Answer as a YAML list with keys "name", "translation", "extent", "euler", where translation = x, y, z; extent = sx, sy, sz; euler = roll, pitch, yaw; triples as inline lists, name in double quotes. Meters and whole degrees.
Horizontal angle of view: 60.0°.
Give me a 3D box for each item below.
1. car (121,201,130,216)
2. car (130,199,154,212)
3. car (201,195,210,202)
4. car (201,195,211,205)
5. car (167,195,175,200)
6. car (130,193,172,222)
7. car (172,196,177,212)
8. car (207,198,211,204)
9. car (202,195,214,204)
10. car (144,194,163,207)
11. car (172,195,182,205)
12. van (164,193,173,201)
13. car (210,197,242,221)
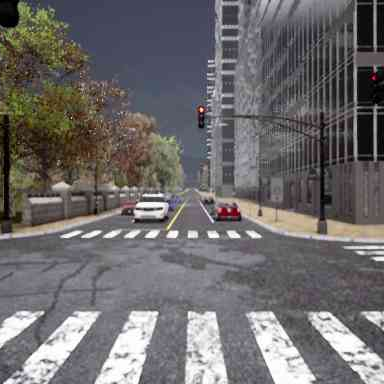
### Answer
- name: "car"
  translation: [-5.618, 1.497, 32.125]
  extent: [1.887, 1.381, 4.507]
  euler: [0, 0, 0]
- name: "car"
  translation: [-5.606, 1.495, 37.808]
  extent: [2.008, 1.369, 4.403]
  euler: [0, 0, 0]
- name: "car"
  translation: [2.851, 1.395, 72.050]
  extent: [1.752, 1.417, 4.829]
  euler: [0, 0, 0]
- name: "car"
  translation: [2.812, 1.480, 54.834]
  extent: [1.947, 1.339, 4.313]
  euler: [0, 0, 0]
- name: "car"
  translation: [-5.493, 1.394, 88.956]
  extent: [1.802, 1.307, 4.206]
  euler: [0, 0, 0]
- name: "car"
  translation: [-3.045, 1.183, 25.908]
  extent: [2.150, 2.045, 5.566]
  euler: [0, 0, 0]
- name: "car"
  translation: [-3.013, 1.469, 38.184]
  extent: [1.812, 1.442, 4.674]
  euler: [0, 0, 0]
- name: "car"
  translation: [2.762, 1.518, 32.109]
  extent: [1.947, 1.339, 4.313]
  euler: [0, 0, 0]
- name: "car"
  translation: [2.825, 1.341, 60.515]
  extent: [1.967, 1.590, 4.097]
  euler: [0, 0, 0]
- name: "car"
  translation: [-5.580, 1.240, 49.174]
  extent: [2.192, 1.841, 5.009]
  euler: [0, 0, 0]
- name: "car"
  translation: [-2.901, 1.260, 57.275]
  extent: [2.097, 1.767, 4.553]
  euler: [0, 0, 1]
- name: "van"
  translation: [-5.517, 1.193, 77.589]
  extent: [1.690, 1.788, 3.998]
  euler: [0, 0, 0]
- name: "car"
  translation: [2.751, 1.401, 26.429]
  extent: [1.967, 1.590, 4.097]
  euler: [0, 0, 0]
